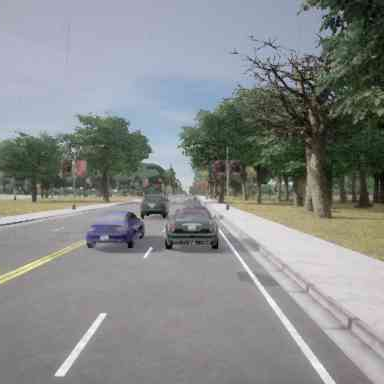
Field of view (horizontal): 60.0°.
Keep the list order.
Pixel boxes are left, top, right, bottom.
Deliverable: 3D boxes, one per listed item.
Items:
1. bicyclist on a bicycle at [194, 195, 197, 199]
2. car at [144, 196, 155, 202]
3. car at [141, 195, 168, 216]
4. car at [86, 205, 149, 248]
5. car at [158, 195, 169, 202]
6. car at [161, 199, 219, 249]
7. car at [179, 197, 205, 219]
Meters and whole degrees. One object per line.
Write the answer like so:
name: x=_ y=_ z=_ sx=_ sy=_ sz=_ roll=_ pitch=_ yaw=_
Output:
bicyclist on a bicycle: x=0.884 y=1.480 z=90.061 sx=0.866 sy=1.612 sz=1.509 roll=0 pitch=0 yaw=0
car: x=-9.750 y=1.579 z=76.700 sx=1.895 sy=1.301 sz=4.718 roll=0 pitch=0 yaw=0
car: x=-3.250 y=1.267 z=29.687 sx=2.150 sy=2.045 sz=5.566 roll=0 pitch=0 yaw=0
car: x=-3.250 y=1.537 z=14.652 sx=1.812 sy=1.442 sz=4.674 roll=0 pitch=0 yaw=0
car: x=-6.500 y=1.524 z=76.730 sx=2.033 sy=1.411 sz=5.357 roll=0 pitch=0 yaw=0
car: x=0.000 y=1.370 z=14.623 sx=2.097 sy=1.767 sz=4.553 roll=0 pitch=0 yaw=0
car: x=0.000 y=1.375 z=29.626 sx=2.097 sy=1.767 sz=4.553 roll=0 pitch=0 yaw=0
